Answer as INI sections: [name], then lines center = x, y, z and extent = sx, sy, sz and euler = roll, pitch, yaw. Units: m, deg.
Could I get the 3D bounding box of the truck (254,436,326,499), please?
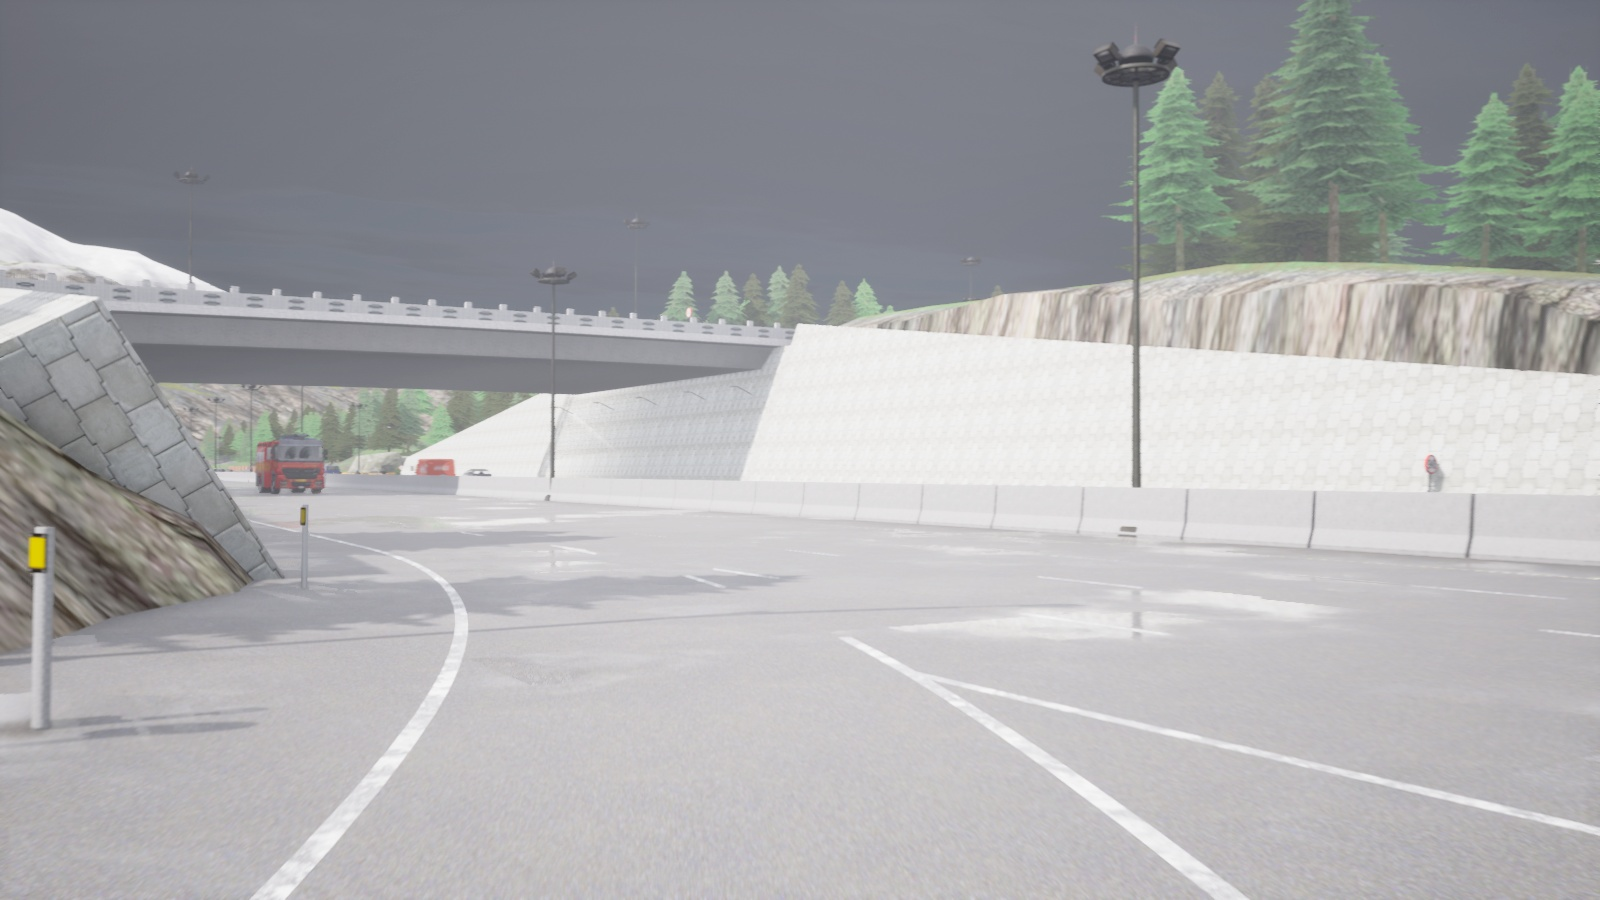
[truck]
center = -32.931, 1.168, 80.922
extent = 2.891, 3.827, 8.468
euler = 0, -1, -32
